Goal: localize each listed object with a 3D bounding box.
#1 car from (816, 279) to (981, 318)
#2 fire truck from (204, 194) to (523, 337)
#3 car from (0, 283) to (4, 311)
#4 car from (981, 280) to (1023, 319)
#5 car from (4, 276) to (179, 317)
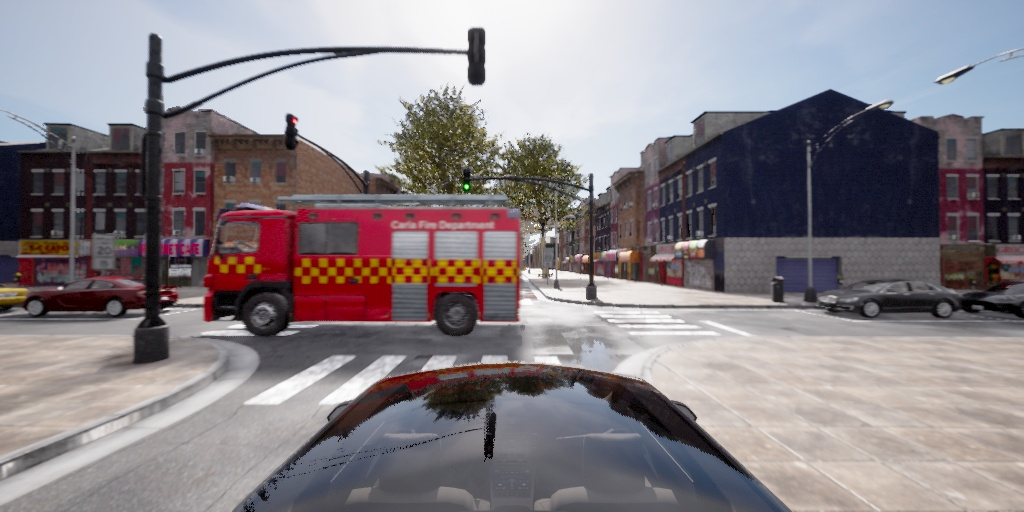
[{"bbox_3d":[13.957,1.527,13.413,4.403,1.370,2.007,0,0,0],"label":"car"},{"bbox_3d":[-3.886,0.223,10.715,8.468,3.827,2.891,0,-1,0],"label":"fire truck"},{"bbox_3d":[-20.922,1.392,13.215,4.829,1.417,1.751,0,0,0],"label":"car"},{"bbox_3d":[19.632,1.567,13.445,4.313,1.339,1.948,0,0,0],"label":"car"},{"bbox_3d":[-15.072,1.425,13.248,4.507,1.381,1.888,0,0,0],"label":"car"}]
